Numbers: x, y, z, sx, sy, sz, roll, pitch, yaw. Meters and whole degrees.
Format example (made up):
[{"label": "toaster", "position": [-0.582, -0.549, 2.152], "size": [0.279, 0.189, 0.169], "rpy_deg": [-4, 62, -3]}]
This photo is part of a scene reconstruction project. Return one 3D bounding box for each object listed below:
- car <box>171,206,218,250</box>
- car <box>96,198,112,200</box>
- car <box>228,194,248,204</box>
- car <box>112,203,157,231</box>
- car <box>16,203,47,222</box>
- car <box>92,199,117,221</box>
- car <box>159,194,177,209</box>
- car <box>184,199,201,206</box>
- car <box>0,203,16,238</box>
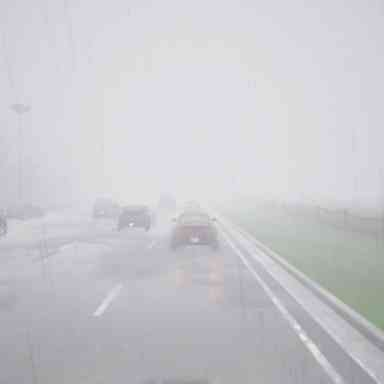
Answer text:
[{"label": "car", "position": [0.096, 1.560, 14.359], "size": [1.812, 1.442, 4.674], "rpy_deg": [0, 0, 0]}, {"label": "car", "position": [-10.411, 1.447, 40.140], "size": [2.097, 1.767, 4.553], "rpy_deg": [0, 0, 0]}, {"label": "car", "position": [8.903, 1.367, 64.130], "size": [3.866, 1.878, 1.905], "rpy_deg": [0, 0, 0]}, {"label": "car", "position": [-3.405, 1.556, 21.094], "size": [1.837, 1.490, 4.892], "rpy_deg": [0, 0, 0]}, {"label": "car", "position": [-13.910, 1.613, 27.371], "size": [2.033, 1.411, 5.357], "rpy_deg": [0, 0, 0]}, {"label": "car", "position": [-6.909, 1.615, 28.132], "size": [2.033, 1.411, 5.357], "rpy_deg": [0, 0, 0]}, {"label": "car", "position": [-3.412, 1.333, 46.905], "size": [2.150, 2.045, 5.566], "rpy_deg": [0, 0, 0]}, {"label": "car", "position": [0.088, 1.545, 37.493], "size": [1.801, 1.575, 5.366], "rpy_deg": [0, 0, 0]}, {"label": "car", "position": [-10.405, 1.387, 15.111], "size": [2.097, 1.767, 4.553], "rpy_deg": [0, 0, 0]}]
